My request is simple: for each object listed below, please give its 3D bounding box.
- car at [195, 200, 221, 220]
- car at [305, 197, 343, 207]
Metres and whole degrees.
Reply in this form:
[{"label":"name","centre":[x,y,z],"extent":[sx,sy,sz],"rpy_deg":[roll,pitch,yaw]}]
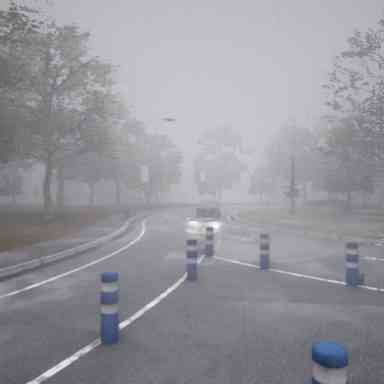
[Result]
[{"label":"car","centre":[1.380,1.374,27.577],"extent":[1.882,1.535,5.008],"rpy_deg":[-1,0,6]},{"label":"car","centre":[17.838,1.346,45.074],"extent":[4.718,1.301,1.895],"rpy_deg":[0,0,-7]}]
